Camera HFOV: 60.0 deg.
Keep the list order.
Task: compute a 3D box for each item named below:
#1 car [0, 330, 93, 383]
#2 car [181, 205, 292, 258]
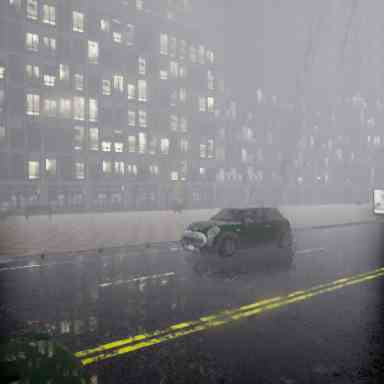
[{"bbox_3d":[-2.741,1.601,1.483,4.718,1.301,1.895,0,0,-36],"label":"car"},{"bbox_3d":[1.794,1.349,12.951,4.553,1.767,2.097,0,0,-36],"label":"car"}]
